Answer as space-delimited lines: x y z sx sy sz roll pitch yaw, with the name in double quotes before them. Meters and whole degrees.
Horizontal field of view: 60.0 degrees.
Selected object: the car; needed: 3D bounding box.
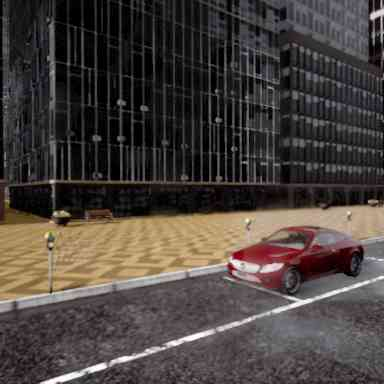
"car" 2.816 1.555 8.568 4.206 1.307 1.802 0 0 -35
